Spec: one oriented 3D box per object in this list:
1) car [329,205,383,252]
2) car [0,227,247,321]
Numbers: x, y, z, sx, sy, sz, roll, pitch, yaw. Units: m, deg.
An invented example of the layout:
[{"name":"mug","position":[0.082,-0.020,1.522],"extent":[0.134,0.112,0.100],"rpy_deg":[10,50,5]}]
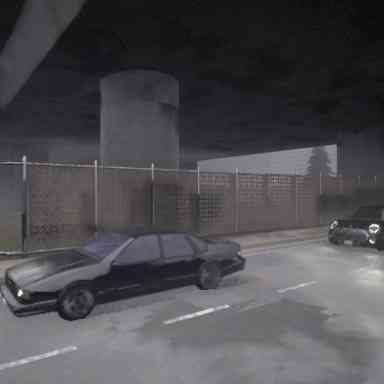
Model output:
[{"name":"car","position":[7.796,1.352,14.076],"extent":[4.553,1.767,2.097],"rpy_deg":[0,0,-36]},{"name":"car","position":[-1.176,1.547,7.485],"extent":[5.357,1.411,2.033],"rpy_deg":[0,0,-36]}]
